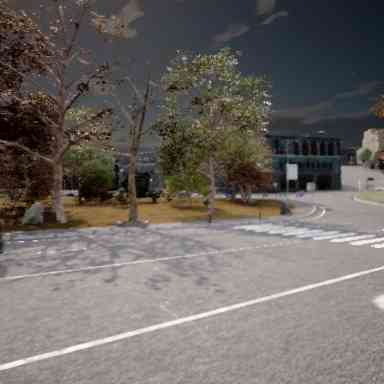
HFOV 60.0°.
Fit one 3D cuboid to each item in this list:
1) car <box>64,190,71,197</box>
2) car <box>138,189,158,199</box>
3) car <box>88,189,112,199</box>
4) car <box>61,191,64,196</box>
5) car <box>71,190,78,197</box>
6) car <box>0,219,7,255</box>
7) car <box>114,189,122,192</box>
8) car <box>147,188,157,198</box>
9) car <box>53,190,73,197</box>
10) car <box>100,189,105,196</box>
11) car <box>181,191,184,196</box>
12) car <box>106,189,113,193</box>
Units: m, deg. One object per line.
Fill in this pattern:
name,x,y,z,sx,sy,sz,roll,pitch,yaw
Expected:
car,-27.376,0.351,78.967,2.185,1.767,4.553,0,2,18
car,-8.418,0.434,64.591,2.185,1.767,4.553,-2,1,16
car,-20.318,0.332,73.501,2.435,2.045,5.566,0,2,17
car,-29.753,0.435,80.658,1.946,1.575,5.366,0,2,18
car,-25.016,0.518,77.173,2.097,1.535,5.008,0,2,18
car,-8.025,1.207,8.684,5.566,2.045,2.150,1,0,-36
car,-13.190,0.348,68.182,2.435,2.045,5.566,-1,1,17
car,-6.011,0.275,62.895,2.435,2.045,5.566,-2,1,16
car,-32.018,0.386,82.685,2.097,1.535,5.008,0,2,18
car,-17.947,0.629,71.707,2.163,1.488,4.792,0,2,17
car,-1.182,0.462,59.393,2.231,1.521,4.892,-1,1,15
car,-15.563,0.478,69.969,2.185,1.767,4.553,-1,2,17
